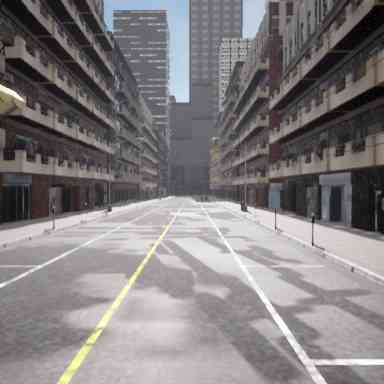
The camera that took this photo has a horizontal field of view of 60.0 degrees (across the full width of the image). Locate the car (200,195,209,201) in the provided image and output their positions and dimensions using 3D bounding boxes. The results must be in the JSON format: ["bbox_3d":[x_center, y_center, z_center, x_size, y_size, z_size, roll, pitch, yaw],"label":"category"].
[{"bbox_3d":[3.000,1.518,80.602,1.812,1.442,4.674,0,0,0],"label":"car"}]
